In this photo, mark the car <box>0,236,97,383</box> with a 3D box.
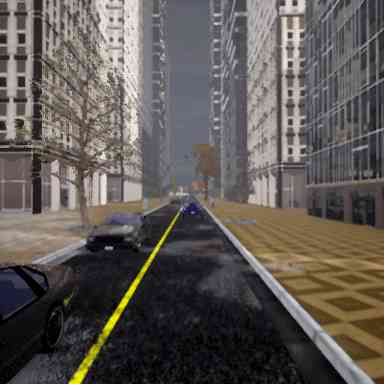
[{"bbox_3d":[-2.849,1.551,3.420,2.033,1.411,5.357,0,0,1],"label":"car"}]

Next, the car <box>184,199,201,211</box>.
[{"bbox_3d":[0.040,1.579,41.903,2.033,1.411,5.357,0,0,0],"label":"car"}]

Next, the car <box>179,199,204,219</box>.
[{"bbox_3d":[0.055,1.549,29.633,1.812,1.442,4.674,0,0,0],"label":"car"}]

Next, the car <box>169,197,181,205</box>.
[{"bbox_3d":[-2.880,1.608,58.542,1.994,1.385,4.181,0,0,1],"label":"car"}]

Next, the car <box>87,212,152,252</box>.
[{"bbox_3d":[-2.860,1.559,14.168,2.033,1.411,5.357,0,0,0],"label":"car"}]
